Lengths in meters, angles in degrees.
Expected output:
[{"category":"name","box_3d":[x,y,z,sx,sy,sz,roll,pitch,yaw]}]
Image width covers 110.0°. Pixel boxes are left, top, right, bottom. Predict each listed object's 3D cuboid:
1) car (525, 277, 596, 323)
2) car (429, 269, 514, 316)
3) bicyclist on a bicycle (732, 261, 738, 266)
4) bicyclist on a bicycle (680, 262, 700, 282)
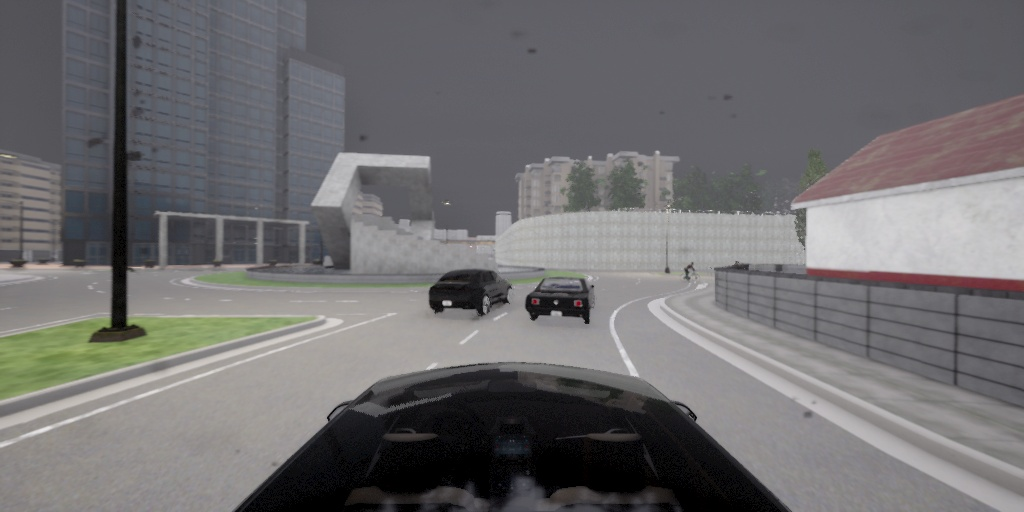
[{"category":"car","box_3d":[1.850,1.356,12.314,1.895,1.301,4.718,0,0,15]},{"category":"car","box_3d":[-1.345,1.230,13.479,1.837,1.490,4.892,0,0,16]},{"category":"bicyclist on a bicycle","box_3d":[15.823,1.171,25.444,1.656,1.620,0.582,1,0,-27]},{"category":"bicyclist on a bicycle","box_3d":[14.322,1.302,28.802,1.656,1.620,0.582,1,0,1]}]
